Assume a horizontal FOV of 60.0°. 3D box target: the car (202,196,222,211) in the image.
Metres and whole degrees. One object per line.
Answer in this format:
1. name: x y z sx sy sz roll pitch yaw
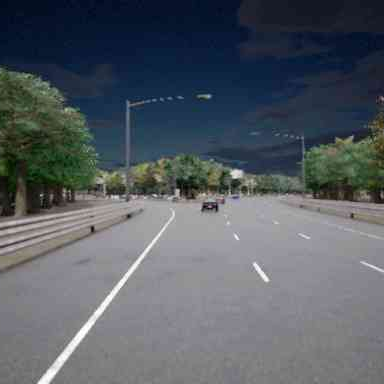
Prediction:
1. car: 2.277 1.487 40.095 1.882 1.535 5.008 0 0 6

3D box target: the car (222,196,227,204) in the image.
1. car: 5.394 1.546 63.200 1.812 1.442 4.674 0 0 10
